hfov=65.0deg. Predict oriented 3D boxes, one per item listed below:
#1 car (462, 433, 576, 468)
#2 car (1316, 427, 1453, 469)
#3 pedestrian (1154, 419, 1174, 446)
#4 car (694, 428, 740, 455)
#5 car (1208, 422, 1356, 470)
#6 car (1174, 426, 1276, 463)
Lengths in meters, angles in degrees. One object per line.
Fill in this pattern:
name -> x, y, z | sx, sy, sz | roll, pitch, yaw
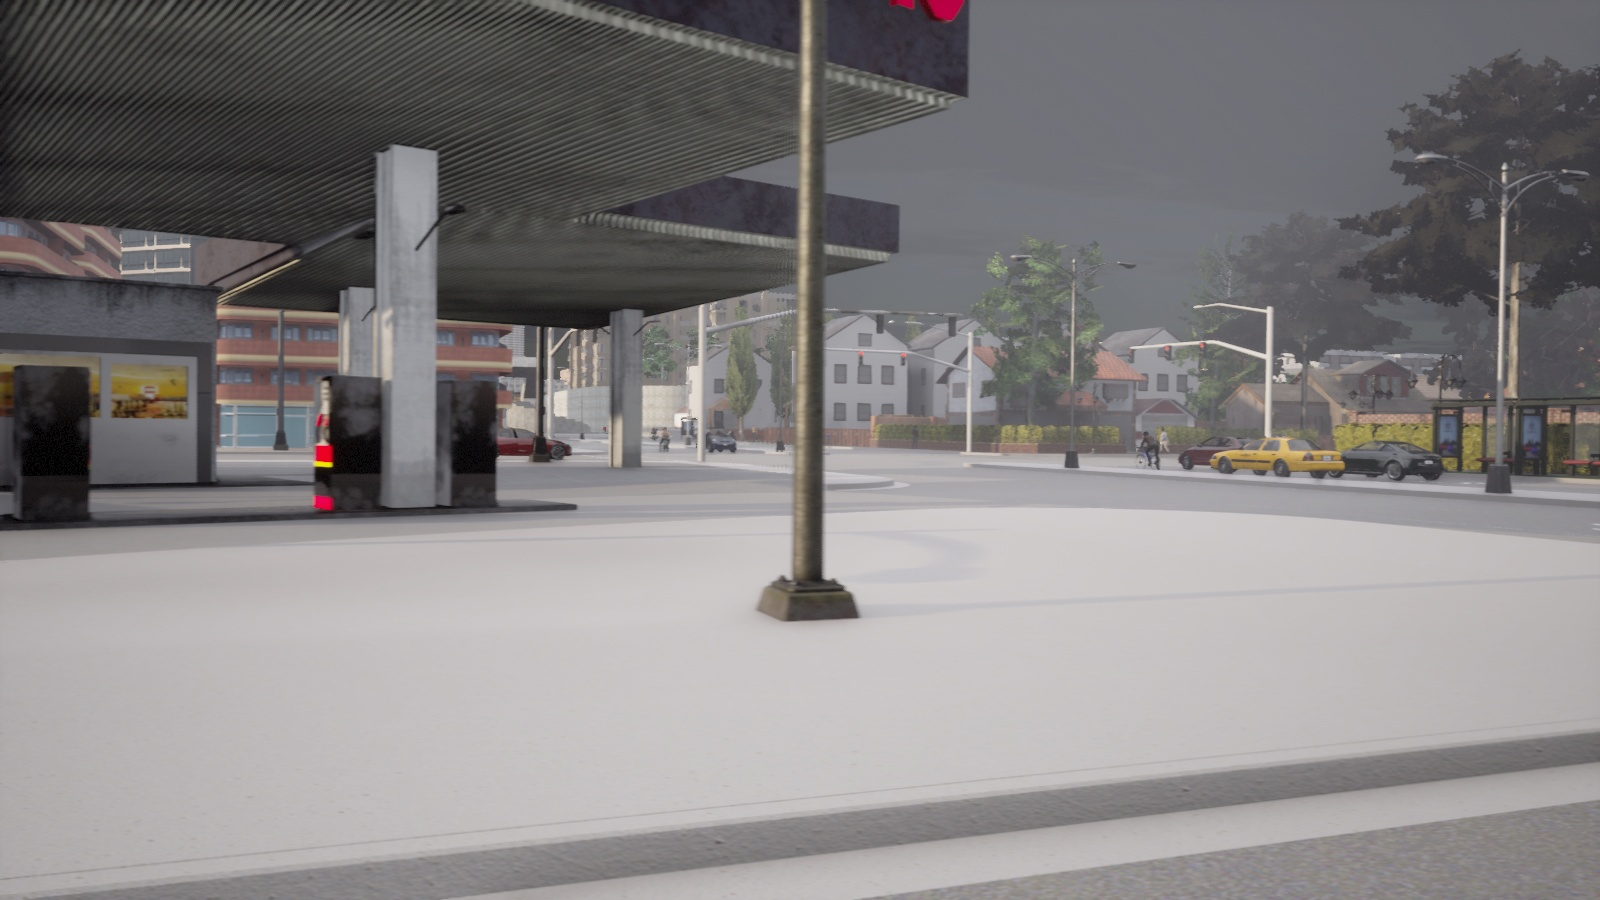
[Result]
car -> -12.935, -0.004, 57.835 | 4.792, 1.488, 2.163 | -1, 1, -22
car -> 20.818, -0.094, 44.897 | 1.994, 1.385, 4.181 | -1, 1, -22
pedestrian -> 24.684, -1.190, 85.181 | 0.900, 1.855, 0.874 | -1, 1, -22
car -> -5.383, -0.563, 80.954 | 1.851, 1.617, 3.988 | -1, 1, -21
car -> 17.073, -0.178, 44.856 | 1.801, 1.575, 5.366 | -1, 1, -21
car -> 17.788, -0.239, 52.748 | 1.816, 1.474, 4.193 | -1, 1, -21
